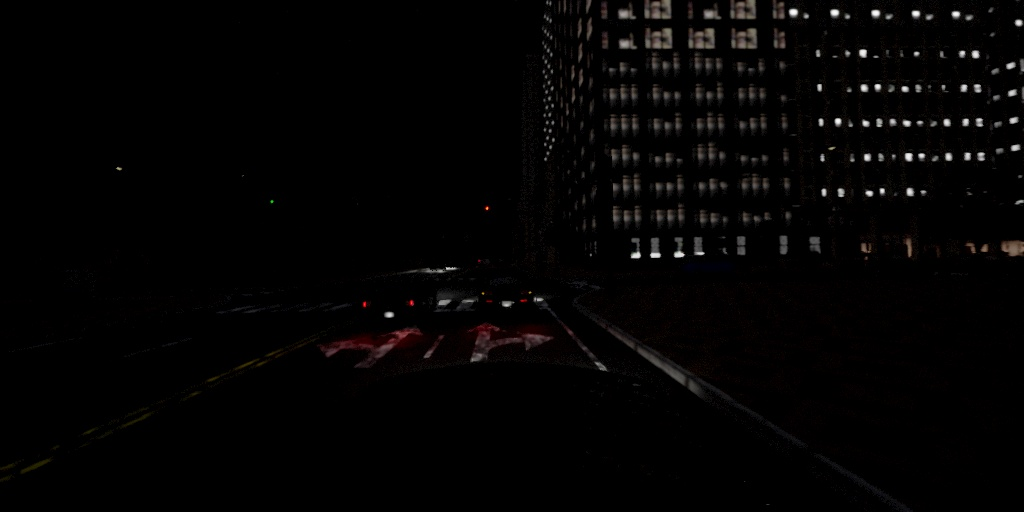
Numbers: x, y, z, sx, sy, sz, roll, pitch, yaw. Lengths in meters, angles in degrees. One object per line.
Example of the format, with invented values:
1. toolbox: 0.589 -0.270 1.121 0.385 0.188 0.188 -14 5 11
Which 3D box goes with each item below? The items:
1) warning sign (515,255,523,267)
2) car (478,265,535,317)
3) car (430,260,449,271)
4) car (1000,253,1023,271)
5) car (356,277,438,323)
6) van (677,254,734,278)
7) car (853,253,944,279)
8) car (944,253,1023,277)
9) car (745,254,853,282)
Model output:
1. warning sign: 1.224 0.807 56.654 1.300 1.860 1.060 0 0 -2
2. car: -0.212 1.251 13.025 1.812 1.442 4.674 -1 0 -1
3. car: -11.407 1.426 55.328 1.837 1.490 4.892 -1 0 -1
4. car: 39.813 0.384 26.578 4.718 1.301 1.895 -1 -1 -2
5. car: -3.715 1.391 12.456 1.895 1.301 4.718 -1 0 -5
6. van: 15.216 0.763 28.138 3.998 1.789 1.690 0 0 -2
7. car: 21.252 0.516 20.370 4.097 1.591 1.967 0 0 -2
8. car: 26.829 0.528 20.614 4.207 1.307 1.802 0 0 -2
9. car: 15.844 0.732 20.135 4.829 1.417 1.751 0 0 -2
